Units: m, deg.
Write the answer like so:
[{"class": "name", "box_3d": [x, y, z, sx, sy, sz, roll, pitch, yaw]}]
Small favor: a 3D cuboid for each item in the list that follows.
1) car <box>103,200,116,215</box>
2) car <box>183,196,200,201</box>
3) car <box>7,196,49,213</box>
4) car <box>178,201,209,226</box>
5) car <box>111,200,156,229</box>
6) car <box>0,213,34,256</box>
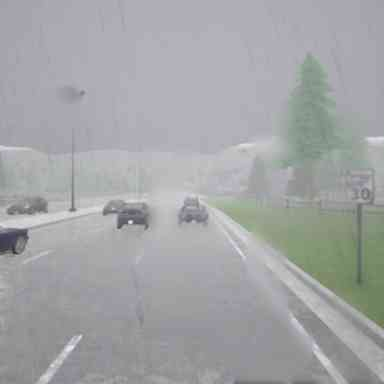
[{"class": "car", "box_3d": [-6.921, 1.406, 31.112, 1.994, 1.385, 4.181, 0, 0, 0]}, {"class": "car", "box_3d": [-0.079, 1.281, 41.777, 2.128, 1.511, 4.902, 0, 0, -1]}, {"class": "car", "box_3d": [-15.111, 1.196, 30.820, 2.097, 1.767, 4.553, 0, 0, 0]}, {"class": "car", "box_3d": [0.097, 1.488, 22.398, 1.895, 1.301, 4.718, 0, 0, 0]}, {"class": "car", "box_3d": [-3.401, 1.399, 20.809, 1.837, 1.490, 4.892, 0, 0, 0]}, {"class": "car", "box_3d": [-6.901, 1.549, 10.109, 1.895, 1.301, 4.718, 0, 0, 0]}]
